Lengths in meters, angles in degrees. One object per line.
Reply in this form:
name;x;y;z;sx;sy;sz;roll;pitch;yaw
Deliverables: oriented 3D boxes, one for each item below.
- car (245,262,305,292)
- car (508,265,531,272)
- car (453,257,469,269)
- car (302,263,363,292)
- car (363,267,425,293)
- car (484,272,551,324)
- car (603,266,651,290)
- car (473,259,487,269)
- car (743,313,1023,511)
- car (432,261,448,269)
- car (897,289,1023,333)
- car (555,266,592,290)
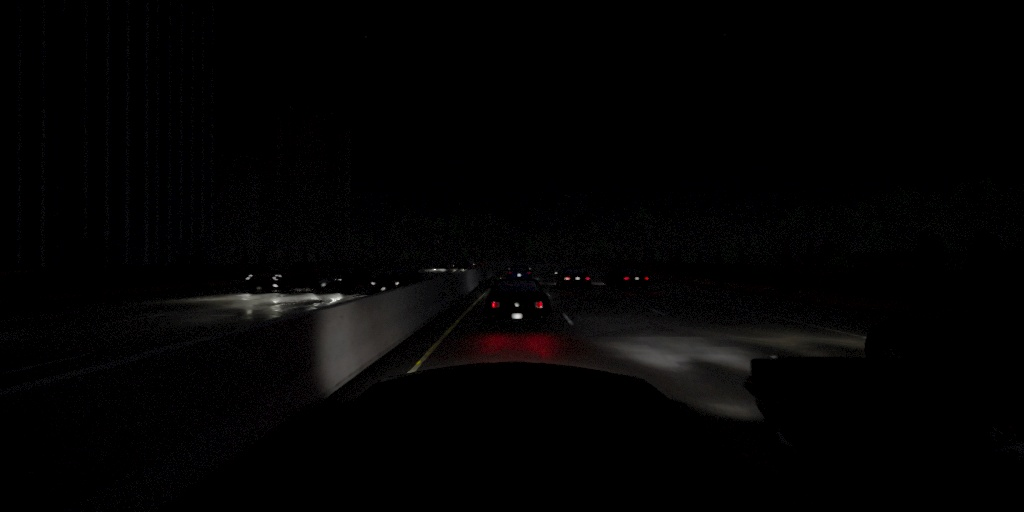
car;-13.800;1.190;21.871;2.097;1.767;4.553;0;0;2
car;0.624;1.434;29.443;1.994;1.385;4.181;0;0;2
car;-8.988;1.245;63.967;2.150;2.045;5.566;0;0;2
car;-10.291;1.331;22.157;2.128;1.511;4.902;0;0;2
car;-6.798;1.386;21.942;2.033;1.411;5.357;0;0;2
car;0.185;1.396;12.205;1.895;1.301;4.718;0;0;1
car;7.459;1.393;23.699;2.033;1.411;5.357;0;0;2
car;-5.541;1.368;62.570;2.097;1.767;4.553;0;0;2
car;3.588;1.352;1.985;1.895;1.301;4.718;0;0;0
car;-12.538;1.578;62.654;1.994;1.385;4.181;0;0;2
car;7.102;1.112;4.252;2.097;1.767;4.553;0;0;0
car;3.958;1.393;23.705;2.033;1.411;5.357;0;0;2
